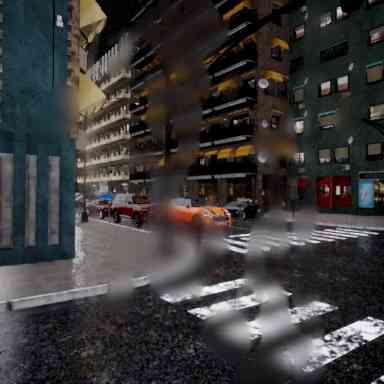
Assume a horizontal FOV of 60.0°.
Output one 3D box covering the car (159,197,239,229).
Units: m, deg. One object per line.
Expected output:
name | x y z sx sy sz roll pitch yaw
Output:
car | 0.277 1.127 19.885 2.097 1.767 4.553 1 0 -37

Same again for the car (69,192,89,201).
car | -19.293 0.770 56.770 1.887 1.381 4.507 2 0 -36

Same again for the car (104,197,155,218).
car | -5.321 1.185 27.576 2.033 1.411 5.357 1 0 -36

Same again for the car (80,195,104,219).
car | -6.507 1.183 24.814 1.887 1.381 4.507 2 0 -36

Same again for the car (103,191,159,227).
car | -3.235 1.034 20.302 2.192 1.841 5.009 2 0 -36

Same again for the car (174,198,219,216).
car | 0.303 1.289 29.696 1.802 1.307 4.206 2 0 -36

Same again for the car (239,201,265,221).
car | 3.569 1.354 25.183 1.947 1.339 4.313 2 0 -36

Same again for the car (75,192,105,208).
car | -11.202 1.018 35.712 1.812 1.442 4.674 1 1 -36
